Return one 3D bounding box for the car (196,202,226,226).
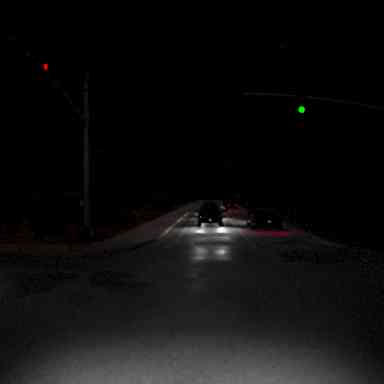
[{"bbox_3d":[1.409,1.742,25.888,1.837,1.490,4.892,0,-1,3],"label":"car"}]

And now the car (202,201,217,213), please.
[{"bbox_3d":[2.382,2.003,45.246,1.994,1.385,4.181,0,-1,3],"label":"car"}]

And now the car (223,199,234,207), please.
[{"bbox_3d":[6.898,2.139,63.860,1.837,1.490,4.892,0,-1,3],"label":"car"}]

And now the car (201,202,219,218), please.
[{"bbox_3d":[1.881,1.841,35.340,1.837,1.490,4.892,0,-1,3],"label":"car"}]

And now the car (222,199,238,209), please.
[{"bbox_3d":[6.404,2.131,53.898,1.895,1.301,4.718,0,-1,3],"label":"car"}]

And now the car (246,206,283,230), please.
[{"bbox_3d":[4.865,1.684,22.880,1.882,1.535,5.008,0,-1,3],"label":"car"}]
